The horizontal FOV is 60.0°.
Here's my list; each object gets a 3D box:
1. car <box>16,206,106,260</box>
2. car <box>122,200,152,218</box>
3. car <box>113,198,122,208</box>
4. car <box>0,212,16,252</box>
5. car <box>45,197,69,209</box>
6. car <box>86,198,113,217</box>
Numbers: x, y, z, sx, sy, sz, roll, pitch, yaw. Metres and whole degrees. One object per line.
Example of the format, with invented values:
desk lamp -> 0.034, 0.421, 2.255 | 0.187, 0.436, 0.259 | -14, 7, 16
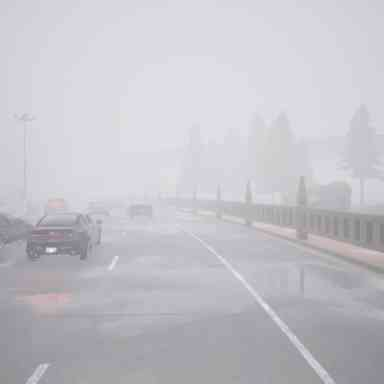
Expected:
car -> -4.557, 1.489, 12.390 | 1.837, 1.490, 4.892 | 0, 0, -8
car -> -4.760, 1.442, 29.433 | 1.882, 1.535, 5.008 | 0, -1, -17
car -> -9.757, 1.473, 42.710 | 1.812, 1.442, 4.674 | 0, 0, -24
car -> -8.195, 1.531, 13.567 | 2.033, 1.411, 5.357 | 0, 0, -9
car -> -13.250, 1.312, 32.777 | 2.097, 1.767, 4.553 | 0, 0, -19
car -> -8.711, 1.509, 30.596 | 2.033, 1.411, 5.357 | 0, 0, -18
